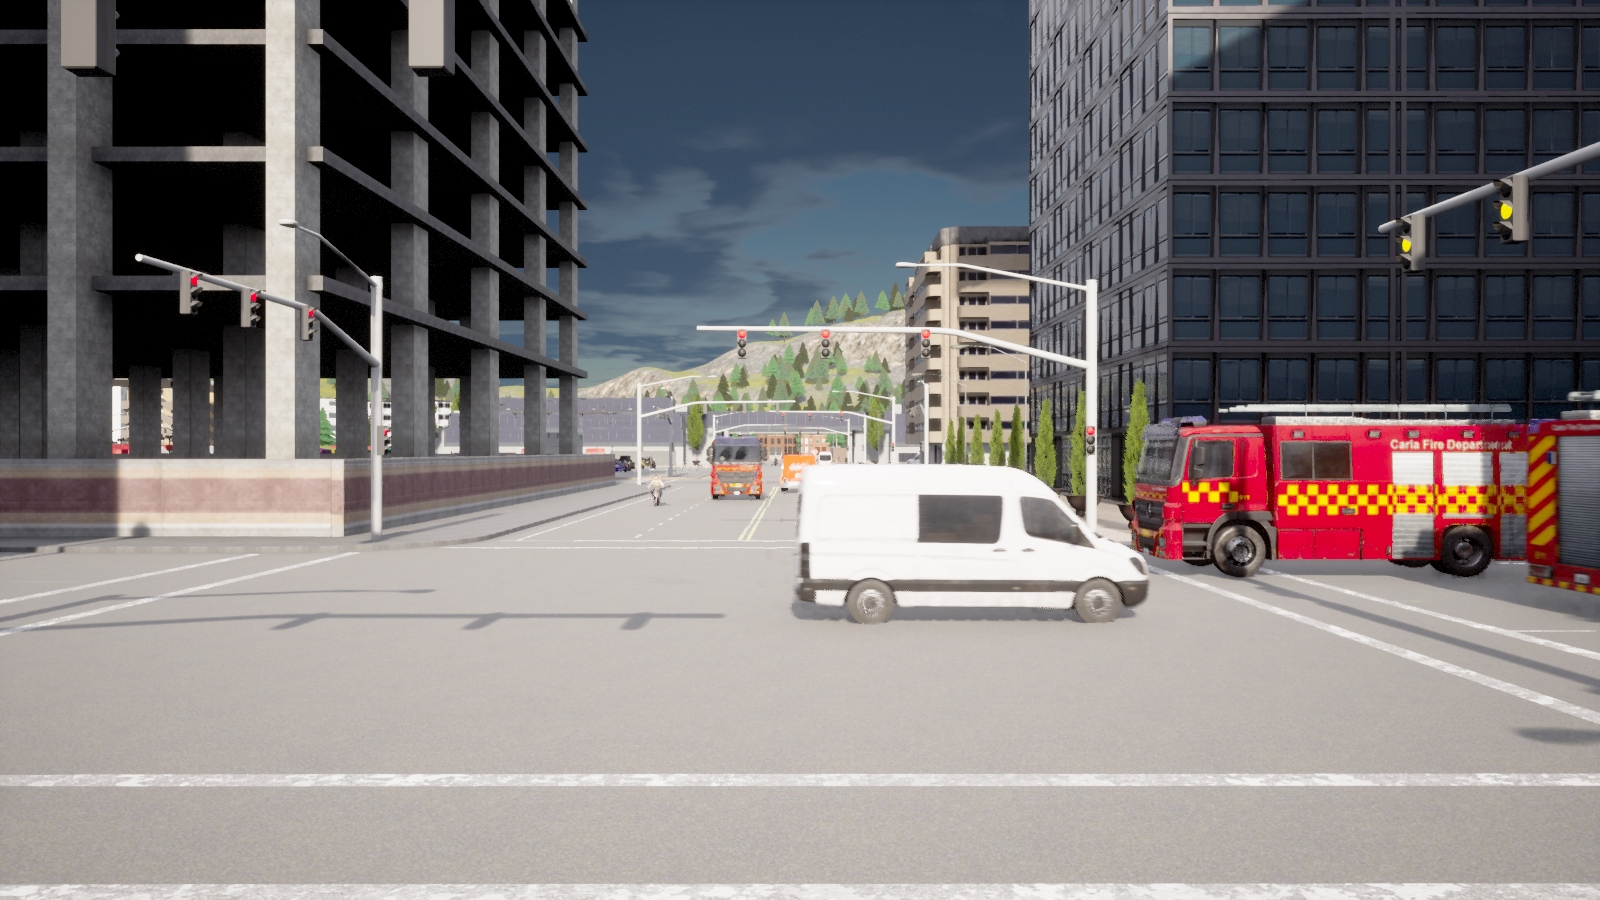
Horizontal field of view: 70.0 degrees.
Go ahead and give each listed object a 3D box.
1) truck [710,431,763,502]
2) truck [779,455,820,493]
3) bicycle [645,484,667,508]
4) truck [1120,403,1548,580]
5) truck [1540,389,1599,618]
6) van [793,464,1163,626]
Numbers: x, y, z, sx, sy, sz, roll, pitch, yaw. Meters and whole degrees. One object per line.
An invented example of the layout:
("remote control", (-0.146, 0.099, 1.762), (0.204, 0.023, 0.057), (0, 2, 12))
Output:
("truck", (-3.648, 0.887, 65.987), (2.891, 3.827, 8.468), (0, 0, -3))
("truck", (-0.023, 1.564, 76.782), (2.627, 2.467, 5.204), (0, 0, 0))
("bicycle", (-7.030, 2.230, 55.829), (0.859, 1.126, 1.487), (0, 0, 0))
("truck", (11.970, 0.889, 26.163), (8.468, 3.827, 2.891), (0, 0, -1))
("truck", (17.594, 0.889, 19.208), (8.468, 3.827, 2.891), (0, 0, 0))
("van", (2.855, 1.533, 19.281), (5.915, 2.561, 1.988), (0, 0, -1))
